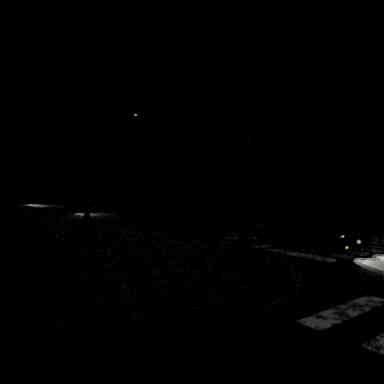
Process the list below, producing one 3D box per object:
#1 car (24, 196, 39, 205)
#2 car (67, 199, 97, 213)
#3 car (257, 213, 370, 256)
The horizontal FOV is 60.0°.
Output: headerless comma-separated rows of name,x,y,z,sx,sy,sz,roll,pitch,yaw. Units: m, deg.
car,-28.719,1.487,59.398,2.128,1.511,4.902,1,0,-36
car,-12.057,1.502,36.145,2.033,1.411,5.357,1,0,-36
car,4.543,1.514,12.979,1.994,1.385,4.181,1,0,-36
